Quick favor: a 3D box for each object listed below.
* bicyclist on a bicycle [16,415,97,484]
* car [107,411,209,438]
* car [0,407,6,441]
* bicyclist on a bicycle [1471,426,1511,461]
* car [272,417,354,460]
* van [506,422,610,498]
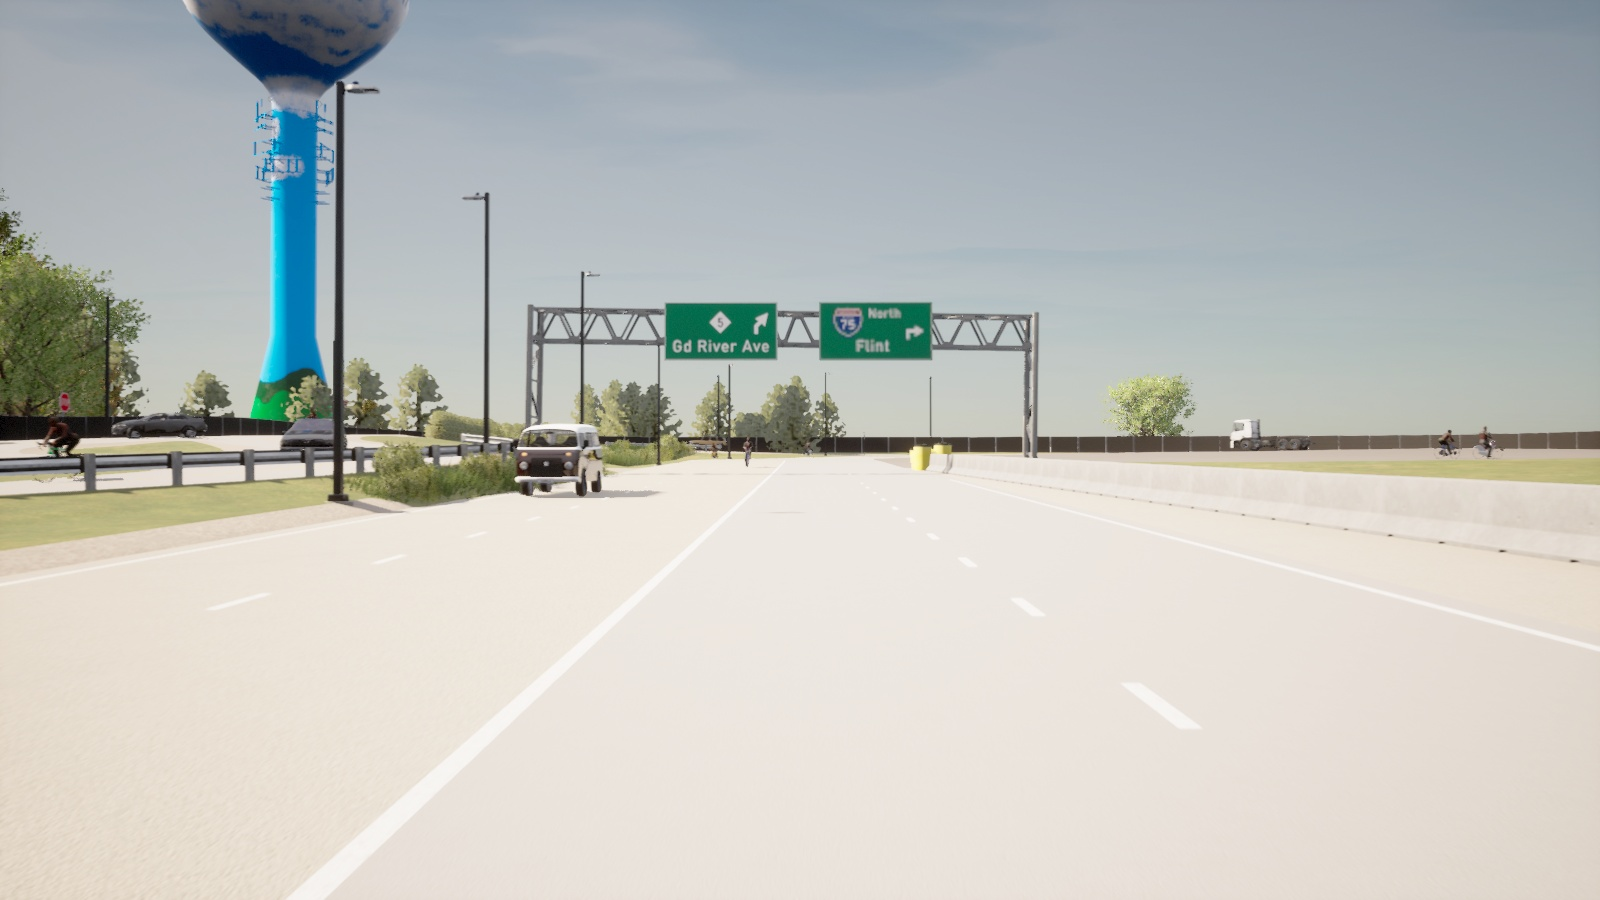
[{"bbox_3d":[-18.215,-0.035,30.809,0.582,1.620,1.656,-1,2,18],"label":"bicyclist on a bicycle"},{"bbox_3d":[-36.998,-1.503,72.414,4.902,1.511,2.128,-1,2,-37],"label":"car"},{"bbox_3d":[-40.353,-1.225,59.723,2.242,1.667,4.611,0,2,-1],"label":"car"},{"bbox_3d":[36.340,-0.334,66.070,1.843,1.776,0.659,-1,0,-11],"label":"bicyclist on a bicycle"},{"bbox_3d":[-17.273,-0.455,44.793,2.033,1.411,5.357,0,2,-14],"label":"car"},{"bbox_3d":[-6.780,0.247,35.644,2.069,2.038,4.480,0,0,0],"label":"van"}]
